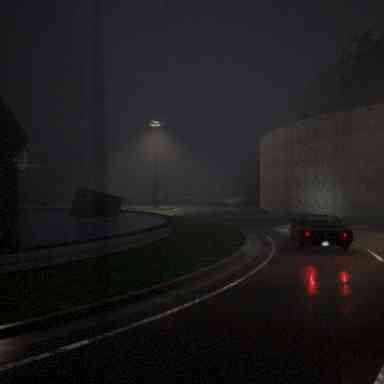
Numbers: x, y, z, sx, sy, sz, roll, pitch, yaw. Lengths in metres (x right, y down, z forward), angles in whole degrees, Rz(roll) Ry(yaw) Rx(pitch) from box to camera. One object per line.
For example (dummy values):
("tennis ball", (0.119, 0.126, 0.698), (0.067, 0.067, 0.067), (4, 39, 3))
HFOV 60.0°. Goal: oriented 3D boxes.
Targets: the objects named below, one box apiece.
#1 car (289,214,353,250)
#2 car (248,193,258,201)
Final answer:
("car", (5.357, 1.601, 14.410), (1.895, 1.301, 4.718), (0, 0, 11))
("car", (16.129, 1.225, 87.639), (2.150, 2.045, 5.566), (0, 0, 18))
